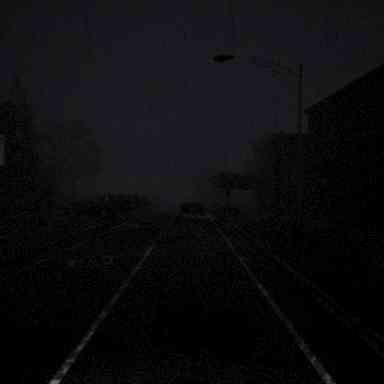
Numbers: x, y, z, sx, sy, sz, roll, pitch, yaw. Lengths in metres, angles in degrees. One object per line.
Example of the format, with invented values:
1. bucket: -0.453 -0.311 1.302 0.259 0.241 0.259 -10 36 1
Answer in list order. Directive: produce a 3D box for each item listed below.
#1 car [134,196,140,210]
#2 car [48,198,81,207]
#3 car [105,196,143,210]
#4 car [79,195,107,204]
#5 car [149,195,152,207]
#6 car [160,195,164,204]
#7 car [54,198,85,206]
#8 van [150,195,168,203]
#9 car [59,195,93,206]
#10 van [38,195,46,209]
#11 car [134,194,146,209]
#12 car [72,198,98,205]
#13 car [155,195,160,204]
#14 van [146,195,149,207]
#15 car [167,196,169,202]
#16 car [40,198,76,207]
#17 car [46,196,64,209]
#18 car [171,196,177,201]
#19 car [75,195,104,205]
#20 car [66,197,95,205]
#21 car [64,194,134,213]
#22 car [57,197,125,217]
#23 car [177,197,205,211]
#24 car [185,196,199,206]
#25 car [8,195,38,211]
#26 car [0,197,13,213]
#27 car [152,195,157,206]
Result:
1. car: -8.844 1.538 37.738 4.892 1.521 2.231 0 -1 0
2. car: -21.900 1.759 57.211 4.792 1.488 2.163 0 -1 0
3. car: -8.806 1.461 43.345 4.553 1.767 2.185 0 -1 0
4. car: -21.920 1.675 73.798 5.566 2.045 2.435 0 -1 0
5. car: -8.835 1.645 48.952 4.892 1.521 2.231 0 -1 0
6. car: -8.858 1.856 68.573 5.008 1.535 2.097 0 -1 0
7. car: -21.961 1.788 59.996 4.792 1.488 2.163 0 -1 0
8. van: -8.770 1.893 88.194 4.442 1.987 1.878 0 -1 0
9. car: -21.907 1.537 62.782 5.566 2.045 2.435 0 -1 0
10. van: -22.033 1.361 43.286 4.442 1.987 1.878 0 -1 0
11. car: -8.865 1.310 40.545 5.566 2.045 2.435 0 -1 0
12. car: -21.939 1.893 68.226 4.674 1.452 2.002 0 -1 0
13. car: -8.878 1.479 57.364 5.566 2.045 2.435 0 -1 0
14. van: -8.723 1.390 46.150 4.442 1.987 1.878 0 -1 0
15. car: -8.850 2.073 82.585 4.792 1.488 2.163 0 -1 0
16. car: -21.920 1.701 54.427 5.008 1.535 2.097 0 -1 0
17. car: -21.918 1.684 48.855 4.674 1.452 2.002 0 -1 0
18. car: -3.236 1.694 79.252 1.994 1.385 4.181 0 -1 0
19. car: -21.916 1.639 71.137 5.566 2.045 2.435 0 -1 0
20. car: -21.934 1.821 65.566 5.008 1.535 2.097 0 -1 0
21. car: -8.869 1.249 32.135 5.566 2.045 2.435 0 0 0
22. car: -8.836 1.488 29.333 4.892 1.521 2.231 0 0 0
23. car: 0.005 1.147 26.059 1.812 1.442 4.674 0 0 0
24. car: 0.009 1.358 52.834 2.128 1.511 4.902 0 -1 0
25. car: -21.886 1.436 40.504 4.553 1.767 2.185 0 -1 0
26. car: -21.921 1.558 34.935 4.674 1.452 2.002 0 0 0
27. car: -8.841 1.701 54.558 5.008 1.535 2.097 0 -1 0
